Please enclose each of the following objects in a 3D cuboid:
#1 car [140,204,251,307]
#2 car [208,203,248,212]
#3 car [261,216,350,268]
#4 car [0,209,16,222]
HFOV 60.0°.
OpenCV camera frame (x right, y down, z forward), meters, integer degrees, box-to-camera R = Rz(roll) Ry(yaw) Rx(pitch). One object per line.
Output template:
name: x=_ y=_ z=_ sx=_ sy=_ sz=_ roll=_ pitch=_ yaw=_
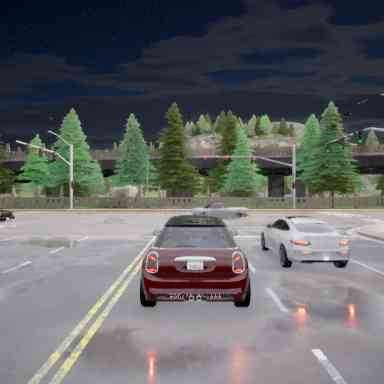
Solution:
car: x=0.078 y=1.352 z=8.136 sx=2.097 sy=1.767 sz=4.553 roll=0 pitch=0 yaw=1
car: x=2.332 y=1.570 z=27.550 sx=4.718 sy=1.301 sz=1.895 roll=0 pitch=0 yaw=1
car: x=3.595 y=1.526 z=11.183 sx=1.812 sy=1.442 sz=4.674 roll=0 pitch=0 yaw=0
car: x=-15.631 y=1.492 z=23.945 sx=5.357 sy=1.411 sz=2.033 roll=0 pitch=0 yaw=8
